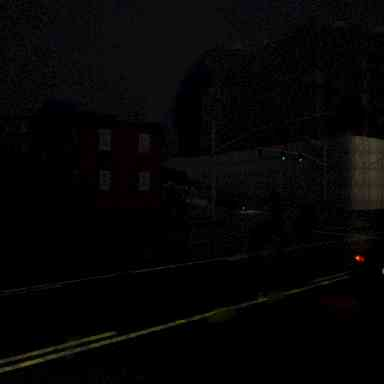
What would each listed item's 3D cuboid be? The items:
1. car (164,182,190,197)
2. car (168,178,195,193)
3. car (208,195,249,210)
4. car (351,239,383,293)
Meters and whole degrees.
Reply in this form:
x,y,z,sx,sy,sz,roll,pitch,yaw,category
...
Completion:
x,y,z,sx,sy,sz,roll,pitch,yaw,category
-2.170,-0.197,46.231,1.895,1.301,4.718,0,10,-36,car
-1.685,-1.088,51.903,1.812,1.442,4.674,0,12,-36,car
3.999,1.105,37.592,2.033,1.411,5.357,0,5,-36,car
5.579,1.564,7.732,4.181,1.385,1.994,0,0,-35,car
